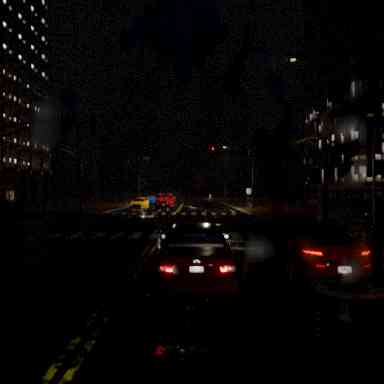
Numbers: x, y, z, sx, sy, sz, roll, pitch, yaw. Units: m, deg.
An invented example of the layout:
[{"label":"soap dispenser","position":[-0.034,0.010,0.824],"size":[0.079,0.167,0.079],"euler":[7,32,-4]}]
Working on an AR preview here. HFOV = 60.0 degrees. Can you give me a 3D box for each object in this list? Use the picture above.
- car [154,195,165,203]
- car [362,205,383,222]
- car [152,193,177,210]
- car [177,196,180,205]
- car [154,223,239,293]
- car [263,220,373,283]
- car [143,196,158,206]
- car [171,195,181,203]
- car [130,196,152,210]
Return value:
[{"label":"car","position":[-6.697,1.424,69.224],"size":[1.882,1.535,5.008],"euler":[0,0,-1]},{"label":"car","position":[16.076,1.633,26.860],"size":[4.181,1.385,1.994],"euler":[0,0,1]},{"label":"car","position":[-3.406,1.210,42.429],"size":[2.150,2.045,5.566],"euler":[0,0,0]},{"label":"car","position":[-3.413,1.460,56.031],"size":[2.128,1.511,4.902],"euler":[0,0,0]},{"label":"car","position":[0.085,1.549,8.976],"size":[2.033,1.411,5.357],"euler":[0,0,0]},{"label":"car","position":[3.334,1.528,9.561],"size":[1.812,1.442,4.674],"euler":[0,0,0]},{"label":"car","position":[-6.667,1.449,53.860],"size":[1.882,1.535,5.008],"euler":[0,0,0]},{"label":"car","position":[-3.497,1.481,71.479],"size":[2.033,1.411,5.357],"euler":[0,0,-2]},{"label":"car","position":[-6.657,1.466,42.382],"size":[1.882,1.535,5.008],"euler":[0,0,0]}]
